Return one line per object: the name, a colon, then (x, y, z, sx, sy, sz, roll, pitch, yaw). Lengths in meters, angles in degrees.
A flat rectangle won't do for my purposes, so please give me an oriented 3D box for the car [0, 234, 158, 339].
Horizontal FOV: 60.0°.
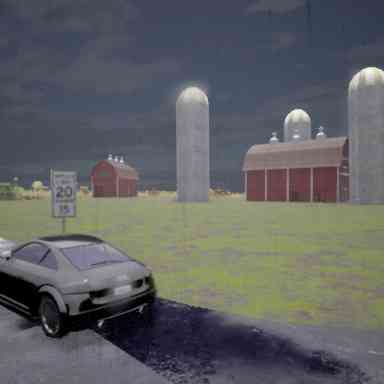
car: (-2.656, 1.562, 6.687, 4.181, 1.385, 1.994, 0, 0, 40)
